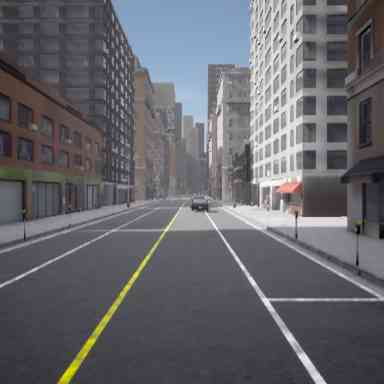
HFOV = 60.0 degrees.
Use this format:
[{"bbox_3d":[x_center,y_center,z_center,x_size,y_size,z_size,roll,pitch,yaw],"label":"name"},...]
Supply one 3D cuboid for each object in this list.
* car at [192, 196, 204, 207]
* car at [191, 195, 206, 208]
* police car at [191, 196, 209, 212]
[{"bbox_3d":[0.899,1.488,54.230,1.801,1.575,5.366,0,0,0],"label":"car"},{"bbox_3d":[0.897,1.364,48.009,2.097,1.767,4.553,0,0,0],"label":"car"},{"bbox_3d":[0.900,1.434,38.150,1.930,1.638,5.238,0,0,0],"label":"police car"}]
